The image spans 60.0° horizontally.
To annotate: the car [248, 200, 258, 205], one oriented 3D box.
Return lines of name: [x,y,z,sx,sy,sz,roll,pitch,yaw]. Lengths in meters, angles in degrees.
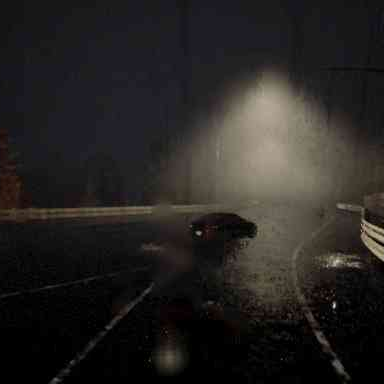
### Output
car: [17.089,2.899,93.174,1.882,1.535,5.008,1,-1,-4]

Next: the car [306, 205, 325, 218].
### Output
car: [14.512,2.268,39.179,2.033,1.411,5.357,1,-1,24]

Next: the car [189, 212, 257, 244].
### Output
car: [1.676,1.766,17.229,1.812,1.442,4.674,1,-1,37]
